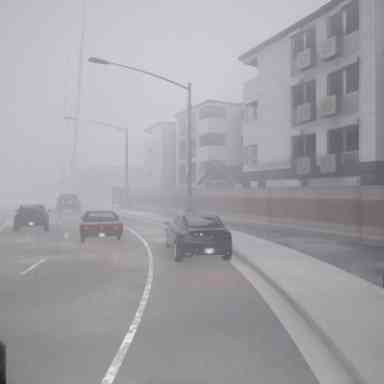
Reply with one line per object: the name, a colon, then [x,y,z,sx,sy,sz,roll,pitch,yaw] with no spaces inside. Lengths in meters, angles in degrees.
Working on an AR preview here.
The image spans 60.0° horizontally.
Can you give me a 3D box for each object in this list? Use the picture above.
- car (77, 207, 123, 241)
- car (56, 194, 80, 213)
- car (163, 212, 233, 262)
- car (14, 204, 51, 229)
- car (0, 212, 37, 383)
car: [-4.677,1.601,16.875,1.895,1.301,4.718,0,0,-18]
car: [-13.864,1.221,37.140,2.150,2.045,5.566,0,0,-26]
car: [0.109,1.504,12.292,1.837,1.490,4.892,0,0,-10]
car: [-10.054,1.505,20.990,1.837,1.490,4.892,0,0,-24]
car: [-3.015,1.217,0.723,2.150,2.045,5.566,0,-1,7]
